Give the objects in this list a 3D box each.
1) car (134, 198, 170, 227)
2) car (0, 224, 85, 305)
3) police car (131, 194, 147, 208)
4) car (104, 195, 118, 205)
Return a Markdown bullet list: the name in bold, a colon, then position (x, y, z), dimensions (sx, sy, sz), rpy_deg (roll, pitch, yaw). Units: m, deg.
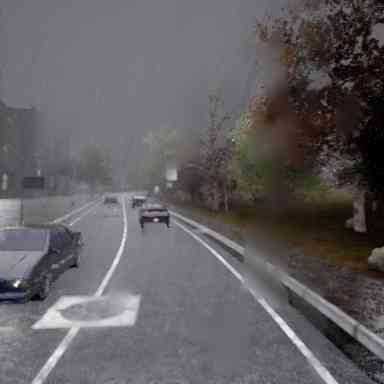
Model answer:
- **car**: position (-2.595, 1.417, 22.192), dimensions (2.128, 1.511, 4.902), rpy_deg (1, 1, -11)
- **car**: position (-4.143, 1.563, 8.538), dimensions (2.033, 1.411, 5.357), rpy_deg (0, 0, -6)
- **police car**: position (-6.561, 1.105, 41.447), dimensions (1.930, 1.638, 5.238), rpy_deg (1, 1, -12)
- **car**: position (-11.766, 1.138, 48.285), dimensions (1.895, 1.301, 4.718), rpy_deg (1, 1, -12)
